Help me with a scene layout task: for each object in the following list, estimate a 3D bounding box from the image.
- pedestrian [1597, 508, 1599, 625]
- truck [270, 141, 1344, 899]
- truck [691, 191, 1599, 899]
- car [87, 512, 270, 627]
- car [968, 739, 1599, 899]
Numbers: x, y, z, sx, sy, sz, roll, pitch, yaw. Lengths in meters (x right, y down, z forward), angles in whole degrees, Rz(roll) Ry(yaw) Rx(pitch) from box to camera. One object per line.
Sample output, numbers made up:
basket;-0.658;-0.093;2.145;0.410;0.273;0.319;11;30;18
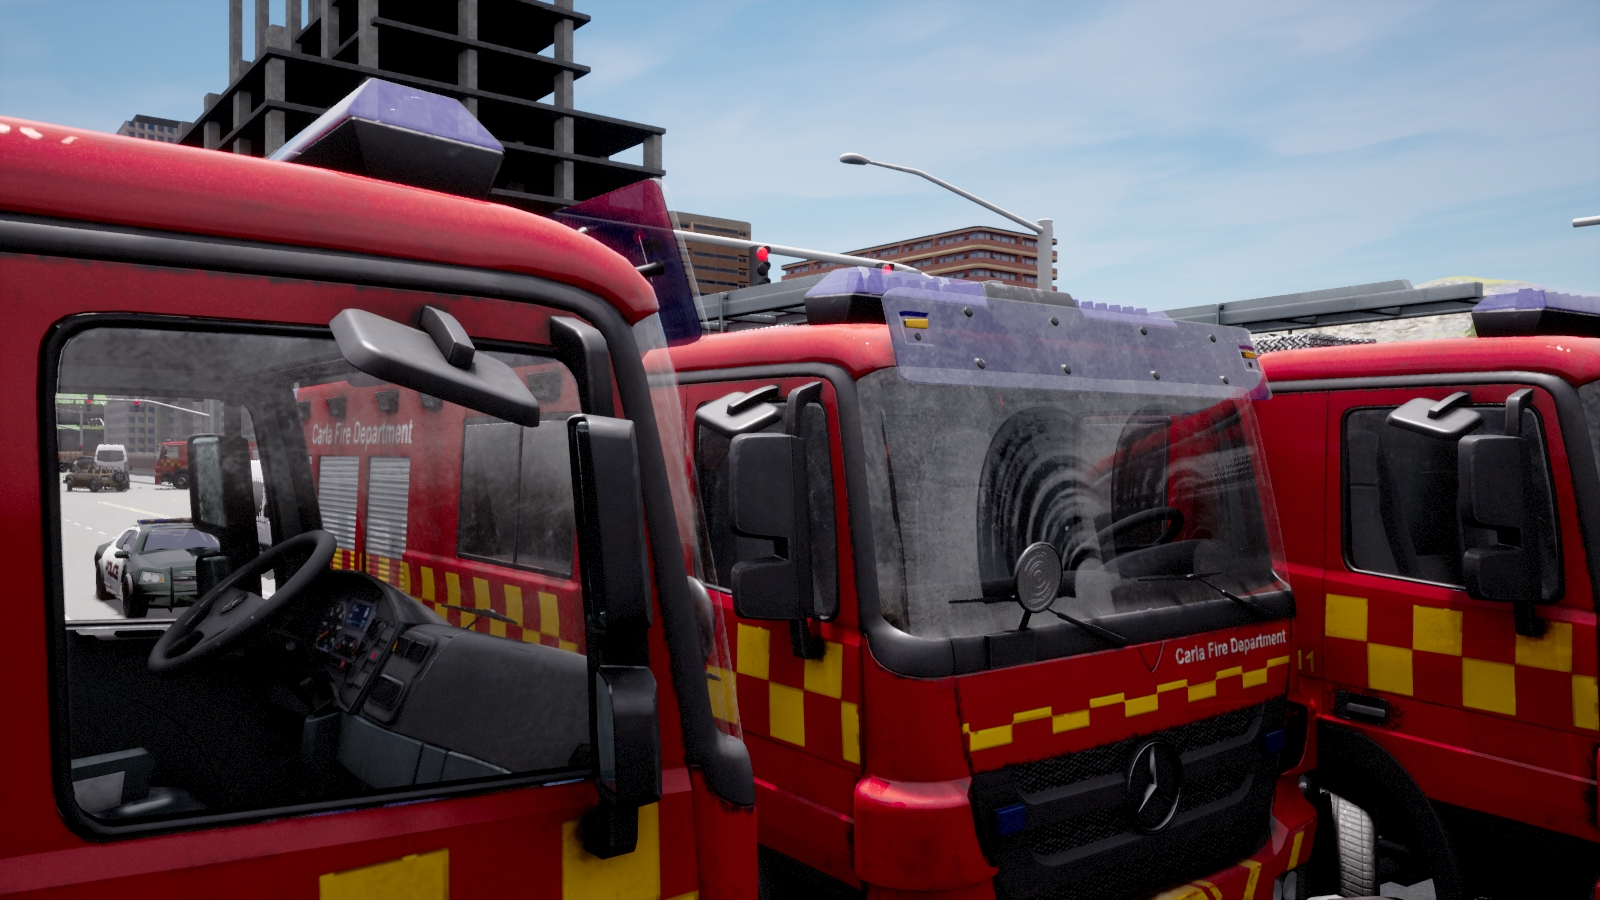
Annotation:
pedestrian;12.857;1.848;17.973;0.375;1.860;0.375;0;0;-1
truck;-1.099;0.890;8.003;2.891;3.827;8.468;0;0;-38
truck;2.348;0.890;8.605;2.891;3.827;8.468;0;0;-31
car;-11.386;2.037;20.746;2.038;1.542;4.974;0;0;-39
car;2.437;2.065;3.109;1.970;1.475;3.806;0;0;-30
